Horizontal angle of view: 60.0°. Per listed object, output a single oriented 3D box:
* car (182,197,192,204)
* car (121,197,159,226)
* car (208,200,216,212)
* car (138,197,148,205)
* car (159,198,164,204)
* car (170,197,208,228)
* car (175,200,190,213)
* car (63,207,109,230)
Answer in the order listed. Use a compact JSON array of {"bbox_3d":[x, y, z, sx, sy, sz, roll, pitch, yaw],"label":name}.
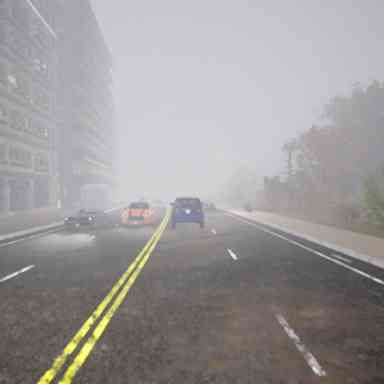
[{"bbox_3d":[-1.150,1.881,76.351,1.812,1.442,4.674,0,0,-7],"label":"car"},{"bbox_3d":[-3.823,1.479,24.376,2.097,1.767,4.553,0,0,-2],"label":"car"},{"bbox_3d":[1.947,1.758,42.949,2.033,1.411,5.357,0,0,-4],"label":"car"},{"bbox_3d":[-10.281,1.822,70.507,1.882,1.535,5.008,0,0,-6],"label":"car"},{"bbox_3d":[-7.054,1.892,70.893,1.994,1.385,4.181,0,0,-6],"label":"car"},{"bbox_3d":[-0.344,1.341,23.369,2.150,2.045,5.566,0,0,-2],"label":"car"},{"bbox_3d":[-1.239,1.734,41.690,1.812,1.442,4.674,0,0,-3],"label":"car"},{"bbox_3d":[-7.006,1.721,22.427,1.895,1.301,4.718,0,0,-2],"label":"car"}]
